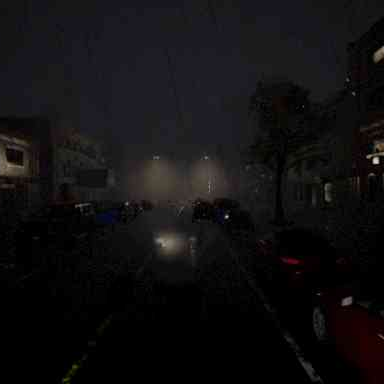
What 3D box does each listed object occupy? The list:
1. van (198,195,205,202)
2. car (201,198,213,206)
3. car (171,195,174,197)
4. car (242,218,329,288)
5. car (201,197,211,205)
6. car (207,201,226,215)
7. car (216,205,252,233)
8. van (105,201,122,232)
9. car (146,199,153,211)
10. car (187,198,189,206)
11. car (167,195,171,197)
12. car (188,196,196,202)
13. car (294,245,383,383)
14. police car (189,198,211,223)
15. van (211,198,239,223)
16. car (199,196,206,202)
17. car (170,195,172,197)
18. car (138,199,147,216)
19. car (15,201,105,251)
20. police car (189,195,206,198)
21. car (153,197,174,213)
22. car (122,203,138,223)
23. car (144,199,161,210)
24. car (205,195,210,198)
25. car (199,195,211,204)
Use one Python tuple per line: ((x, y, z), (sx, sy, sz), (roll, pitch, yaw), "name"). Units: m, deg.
((2.685, 1.712, 92.325), (1.690, 1.788, 3.998), (-1, 0, 0), "van")
((2.688, 1.805, 59.035), (1.947, 1.339, 4.313), (-1, 0, 0), "car")
((-5.695, 1.664, 86.775), (2.192, 1.841, 5.009), (-1, 0, 0), "car")
((2.688, 1.620, 9.100), (1.802, 1.307, 4.206), (-1, 0, 0), "car")
((2.688, 1.788, 64.752), (1.752, 1.417, 4.829), (-1, 0, 0), "car")
((2.688, 1.733, 36.841), (1.802, 1.307, 4.206), (-1, 0, 0), "car")
((2.688, 1.665, 20.197), (1.802, 1.307, 4.206), (-1, 0, 0), "car")
((-5.695, 1.424, 20.195), (1.690, 1.788, 3.998), (-1, 0, 0), "van")
((-5.694, 1.613, 42.388), (1.967, 1.590, 4.097), (-1, 0, 0), "car")
((-0.001, 1.741, 61.618), (2.128, 1.511, 4.902), (0, 0, 0), "car")
((-5.693, 1.812, 64.581), (2.008, 1.369, 4.403), (-1, 0, 0), "car")
((0.000, 1.641, 78.641), (1.882, 1.535, 5.008), (0, 0, 0), "car")
((2.687, 1.597, 3.551), (1.802, 1.307, 4.206), (-1, 0, 0), "car")
((0.900, 1.537, 27.133), (1.930, 1.638, 5.238), (0, 0, 0), "police car")
((2.686, 1.447, 25.746), (1.690, 1.788, 3.998), (-1, 0, 0), "van")
((2.688, 1.876, 86.946), (1.752, 1.417, 4.829), (-1, 0, 0), "car")
((-5.693, 1.865, 70.129), (1.802, 1.307, 4.206), (-1, 0, 0), "car")
((-5.693, 1.673, 31.291), (1.887, 1.381, 4.507), (-1, 0, 0), "car")
((-5.695, 1.375, 14.647), (2.192, 1.841, 5.009), (-1, 0, 0), "car")
((0.900, 1.601, 43.134), (1.930, 1.638, 5.238), (0, 0, 0), "police car")
((-3.092, 1.663, 38.639), (1.837, 1.490, 4.892), (0, 0, 0), "car")
((-5.694, 1.546, 25.743), (1.967, 1.590, 4.097), (-1, 0, 0), "car")
((-5.693, 1.739, 47.936), (1.887, 1.381, 4.507), (-1, 0, 0), "car")
((2.686, 1.443, 31.294), (2.192, 1.841, 5.009), (-1, 0, 0), "car")
((2.685, 1.599, 70.133), (2.192, 1.841, 5.009), (-1, 0, 0), "car")
